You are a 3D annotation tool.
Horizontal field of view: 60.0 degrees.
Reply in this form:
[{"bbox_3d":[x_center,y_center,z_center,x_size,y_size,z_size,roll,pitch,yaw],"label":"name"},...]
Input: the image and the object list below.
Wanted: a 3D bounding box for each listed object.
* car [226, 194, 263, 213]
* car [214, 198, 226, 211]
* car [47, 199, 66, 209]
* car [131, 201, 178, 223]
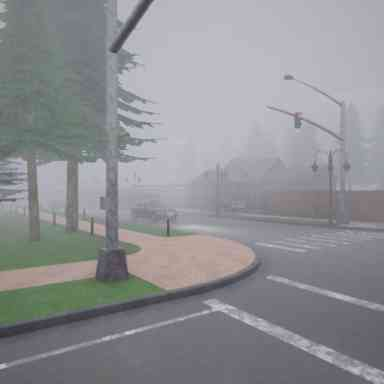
[{"bbox_3d":[6.202,1.147,34.767,4.605,1.855,1.932,0,0,-37],"label":"car"},{"bbox_3d":[4.381,1.149,36.544,3.866,1.878,1.905,0,0,-37],"label":"car"},{"bbox_3d":[-18.080,1.581,45.334,1.895,1.301,4.718,0,0,-39],"label":"car"},{"bbox_3d":[-2.955,1.471,25.405,2.128,1.511,4.902,0,0,-37],"label":"car"}]
